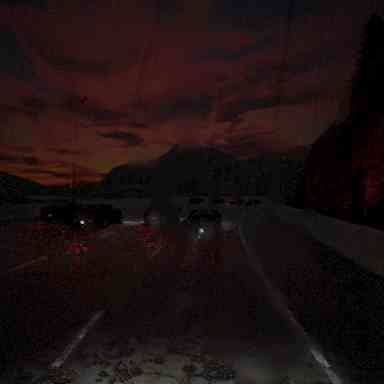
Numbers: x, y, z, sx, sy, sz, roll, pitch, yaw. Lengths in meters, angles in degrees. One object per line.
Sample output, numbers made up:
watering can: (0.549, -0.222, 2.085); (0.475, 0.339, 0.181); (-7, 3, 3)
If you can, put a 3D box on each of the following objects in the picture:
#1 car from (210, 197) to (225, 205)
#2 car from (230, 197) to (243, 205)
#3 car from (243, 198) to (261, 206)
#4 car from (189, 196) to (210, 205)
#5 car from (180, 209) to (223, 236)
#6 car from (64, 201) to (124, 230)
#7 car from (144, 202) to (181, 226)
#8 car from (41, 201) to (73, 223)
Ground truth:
car: (4.760, 1.651, 63.010); (1.837, 1.490, 4.892); (-1, -1, 22)
car: (8.580, 1.701, 63.163); (1.837, 1.490, 4.892); (-1, -1, 23)
car: (11.057, 1.790, 59.834); (1.994, 1.385, 4.181); (1, 0, 22)
car: (1.030, 1.588, 63.025); (2.128, 1.511, 4.902); (0, 0, 22)
car: (0.786, 1.637, 18.953); (1.895, 1.301, 4.718); (1, 0, 7)
car: (-5.803, 1.456, 20.973); (1.837, 1.490, 4.892); (0, 0, 8)
car: (-1.964, 1.509, 23.439); (1.837, 1.490, 4.892); (0, 0, 9)
car: (-8.921, 1.392, 24.229); (1.882, 1.535, 5.008); (0, 0, 9)
